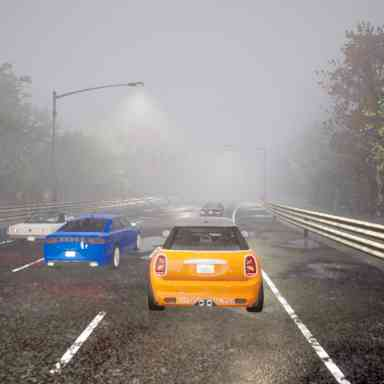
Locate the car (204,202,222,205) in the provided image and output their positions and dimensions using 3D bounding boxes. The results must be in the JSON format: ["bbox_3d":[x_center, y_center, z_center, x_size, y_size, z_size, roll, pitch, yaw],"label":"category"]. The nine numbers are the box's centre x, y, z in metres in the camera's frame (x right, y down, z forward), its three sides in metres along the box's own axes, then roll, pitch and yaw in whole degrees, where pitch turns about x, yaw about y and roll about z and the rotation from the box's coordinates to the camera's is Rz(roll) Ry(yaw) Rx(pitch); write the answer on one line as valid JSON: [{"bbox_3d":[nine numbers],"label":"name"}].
[{"bbox_3d":[1.681,1.536,26.488,2.033,1.411,5.357,0,0,8],"label":"car"}]

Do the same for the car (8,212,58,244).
[{"bbox_3d":[-6.306,1.581,15.550,1.895,1.301,4.718,0,0,4],"label":"car"}]

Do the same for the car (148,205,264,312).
[{"bbox_3d":[0.321,1.348,7.877,2.097,1.767,4.553,0,0,2],"label":"car"}]

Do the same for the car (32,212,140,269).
[{"bbox_3d":[-3.044,1.468,11.150,1.882,1.535,5.008,0,0,3],"label":"car"}]
